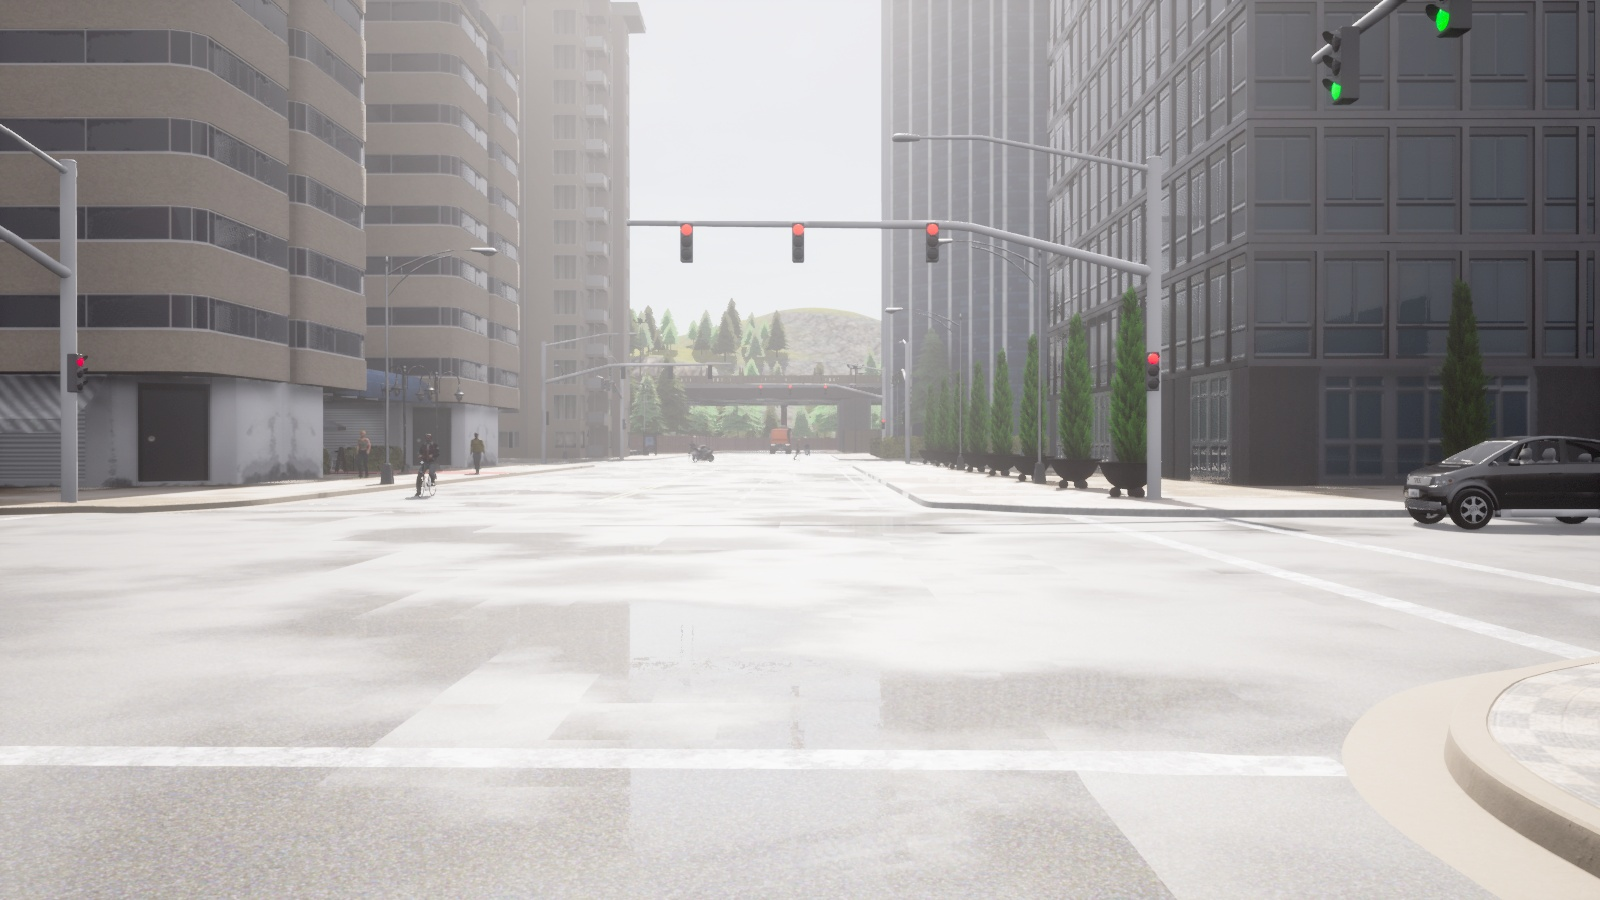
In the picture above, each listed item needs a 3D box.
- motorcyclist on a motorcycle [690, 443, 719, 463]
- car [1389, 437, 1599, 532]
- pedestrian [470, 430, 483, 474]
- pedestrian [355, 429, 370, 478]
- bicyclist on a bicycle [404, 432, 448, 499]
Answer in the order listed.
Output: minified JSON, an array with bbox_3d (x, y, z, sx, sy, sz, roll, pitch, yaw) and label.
[{"bbox_3d":[-7.296,0.233,96.141,0.866,1.530,2.191,-1,0,42],"label":"motorcyclist on a motorcycle"},{"bbox_3d":[12.269,0.559,21.319,3.705,1.549,1.789,0,0,1],"label":"car"},{"bbox_3d":[-13.757,0.084,53.404,0.370,1.835,0.726,0,0,-1],"label":"pedestrian"},{"bbox_3d":[-16.627,0.121,47.742,0.345,1.836,0.594,0,0,5],"label":"pedestrian"},{"bbox_3d":[-10.291,0.413,34.589,0.659,1.776,1.843,0,0,0],"label":"bicyclist on a bicycle"}]
